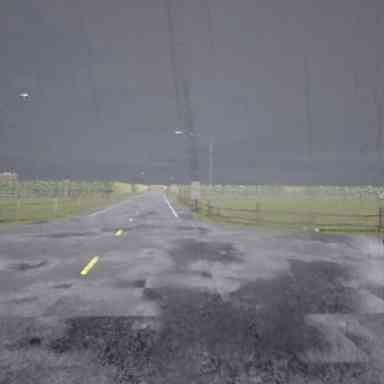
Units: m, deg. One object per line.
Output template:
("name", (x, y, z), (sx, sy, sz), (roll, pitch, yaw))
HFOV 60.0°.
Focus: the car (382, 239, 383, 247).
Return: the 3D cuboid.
("car", (9.243, 1.516, 11.248), (5.357, 1.411, 2.033), (0, 1, -13))
